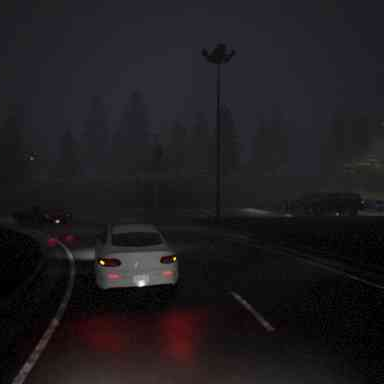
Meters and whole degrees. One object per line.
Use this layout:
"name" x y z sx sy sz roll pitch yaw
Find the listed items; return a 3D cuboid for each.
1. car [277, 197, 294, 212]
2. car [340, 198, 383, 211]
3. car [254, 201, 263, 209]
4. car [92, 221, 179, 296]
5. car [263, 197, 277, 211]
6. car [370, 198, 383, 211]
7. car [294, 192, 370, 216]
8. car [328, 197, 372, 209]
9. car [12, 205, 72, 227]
"car" 11.848 1.059 33.470 5.566 2.045 2.150 0 0 -8
"car" 19.694 1.418 38.122 4.718 1.301 1.895 0 0 -8
"car" 10.273 1.351 40.317 5.357 1.411 2.033 0 0 -8
"car" -1.562 1.482 8.589 1.812 1.442 4.674 0 0 -15
"car" 10.682 1.347 36.819 4.674 1.442 1.812 0 0 -8
"car" 21.968 1.055 34.910 5.566 2.045 2.150 0 0 -8
"car" 12.598 1.077 30.042 5.566 2.045 2.150 0 0 -8
"car" 19.763 1.325 41.656 4.674 1.442 1.812 0 0 -8
"car" -9.878 1.491 21.669 4.718 1.301 1.895 0 0 41
